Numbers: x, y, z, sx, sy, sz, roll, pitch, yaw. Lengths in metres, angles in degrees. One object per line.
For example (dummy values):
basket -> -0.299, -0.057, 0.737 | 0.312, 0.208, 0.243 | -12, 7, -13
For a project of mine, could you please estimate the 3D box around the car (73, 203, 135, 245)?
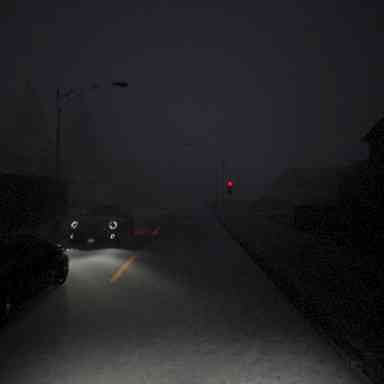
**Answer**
car -> -4.002, 1.337, 15.418 | 2.097, 1.767, 4.553 | 0, 0, 0

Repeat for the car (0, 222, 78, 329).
car -> -4.089, 1.558, 6.676 | 1.994, 1.385, 4.181 | 0, 0, 0
